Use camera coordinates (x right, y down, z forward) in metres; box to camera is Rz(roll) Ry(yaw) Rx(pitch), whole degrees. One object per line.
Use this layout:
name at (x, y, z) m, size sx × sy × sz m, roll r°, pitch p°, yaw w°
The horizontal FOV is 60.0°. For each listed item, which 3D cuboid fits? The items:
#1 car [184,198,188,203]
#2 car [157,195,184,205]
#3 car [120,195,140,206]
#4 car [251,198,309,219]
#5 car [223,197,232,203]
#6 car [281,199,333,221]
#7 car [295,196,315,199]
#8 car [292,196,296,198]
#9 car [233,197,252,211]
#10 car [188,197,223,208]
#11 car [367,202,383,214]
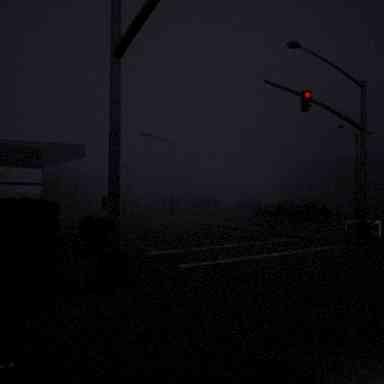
car at (-0.173, 1.851, 75.486) m, size 4.514 × 1.523 × 2.007 m, roll 1°, pitch -1°, yaw -35°
car at (-4.399, 1.522, 64.064) m, size 4.605 × 1.855 × 1.932 m, roll 1°, pitch -1°, yaw -35°
car at (-11.329, 1.678, 59.174) m, size 3.806 × 1.475 × 1.970 m, roll 1°, pitch -1°, yaw -35°
car at (8.338, 1.645, 31.124) m, size 5.027 × 1.636 × 2.152 m, roll 1°, pitch -1°, yaw -35°
car at (7.704, 1.875, 76.523) m, size 3.806 × 1.475 × 1.970 m, roll 1°, pitch -1°, yaw -35°
car at (10.178, 1.655, 28.583) m, size 4.514 × 1.523 × 2.007 m, roll 1°, pitch -1°, yaw -35°
car at (20.978, 1.748, 58.816) m, size 4.605 × 1.855 × 1.932 m, roll 1°, pitch -1°, yaw -35°
car at (18.976, 1.723, 60.962) m, size 3.866 × 1.878 × 1.905 m, roll 1°, pitch -1°, yaw -35°
car at (7.841, 1.733, 45.230) m, size 3.633 × 1.501 × 1.845 m, roll 1°, pitch -1°, yaw -35°
car at (2.152, 1.713, 53.445) m, size 4.514 × 1.523 × 2.007 m, roll 1°, pitch -1°, yaw -35°
car at (23.720, 1.937, 41.696) m, size 3.806 × 1.475 × 1.970 m, roll 1°, pitch -1°, yaw -35°
